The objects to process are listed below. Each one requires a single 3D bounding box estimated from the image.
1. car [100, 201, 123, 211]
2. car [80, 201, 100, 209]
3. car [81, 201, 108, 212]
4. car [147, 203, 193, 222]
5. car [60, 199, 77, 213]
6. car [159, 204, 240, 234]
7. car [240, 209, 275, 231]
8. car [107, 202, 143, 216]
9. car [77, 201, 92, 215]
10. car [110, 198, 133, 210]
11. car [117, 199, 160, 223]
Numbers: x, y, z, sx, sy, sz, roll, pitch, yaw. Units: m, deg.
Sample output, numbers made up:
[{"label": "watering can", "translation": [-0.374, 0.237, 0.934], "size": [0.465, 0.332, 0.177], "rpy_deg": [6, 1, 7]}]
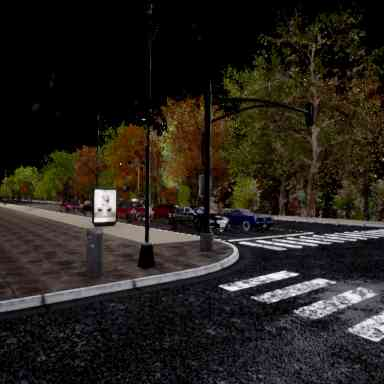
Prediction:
[{"label": "car", "translation": [-11.976, 2.024, 49.529], "size": [1.812, 1.442, 4.674], "rpy_deg": [1, -1, -34]}, {"label": "car", "translation": [-17.849, 2.203, 57.969], "size": [1.895, 1.301, 4.718], "rpy_deg": [1, -1, -35]}, {"label": "car", "translation": [-13.558, 1.980, 45.958], "size": [2.033, 1.411, 5.357], "rpy_deg": [1, -1, -34]}, {"label": "car", "translation": [-2.034, 1.750, 29.226], "size": [1.812, 1.442, 4.674], "rpy_deg": [1, -1, -35]}, {"label": "car", "translation": [-15.727, 1.732, 43.378], "size": [2.097, 1.767, 4.553], "rpy_deg": [1, -1, -34]}, {"label": "car", "translation": [0.298, 1.582, 20.120], "size": [2.128, 1.511, 4.902], "rpy_deg": [1, -1, -34]}, {"label": "car", "translation": [3.120, 1.732, 21.771], "size": [1.895, 1.301, 4.718], "rpy_deg": [1, -1, -35]}, {"label": "car", "translation": [-7.560, 1.871, 37.220], "size": [2.033, 1.411, 5.357], "rpy_deg": [1, -1, -35]}, {"label": "car", "translation": [-10.125, 1.770, 35.222], "size": [2.128, 1.511, 4.902], "rpy_deg": [1, -1, -35]}, {"label": "car", "translation": [-11.591, 1.935, 54.713], "size": [2.097, 1.767, 4.553], "rpy_deg": [1, -1, -34]}, {"label": "car", "translation": [-4.921, 1.537, 27.692], "size": [2.097, 1.767, 4.553], "rpy_deg": [1, -1, -35]}]
